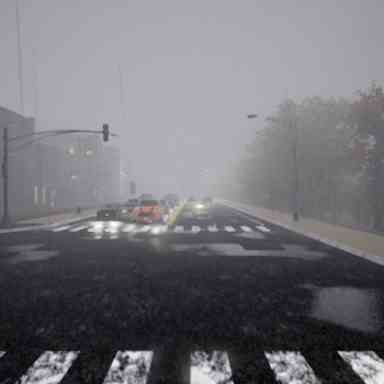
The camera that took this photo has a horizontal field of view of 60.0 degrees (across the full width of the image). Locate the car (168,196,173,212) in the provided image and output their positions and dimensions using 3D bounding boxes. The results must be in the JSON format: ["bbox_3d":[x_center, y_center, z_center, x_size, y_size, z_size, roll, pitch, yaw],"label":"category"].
[{"bbox_3d":[-3.366,1.512,35.214,1.837,1.490,4.892,0,0,0],"label":"car"}]

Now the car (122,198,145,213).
[{"bbox_3d":[-6.620,1.514,38.257,1.837,1.490,4.892,0,0,0],"label":"car"}]

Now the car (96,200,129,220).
[{"bbox_3d":[-6.602,1.571,27.862,1.994,1.385,4.181,0,0,0],"label":"car"}]

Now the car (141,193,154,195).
[{"bbox_3d":[-6.623,1.233,48.776,2.150,2.045,5.566,0,0,0],"label":"car"}]

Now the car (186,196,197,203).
[{"bbox_3d":[-0.089,1.539,68.846,1.812,1.442,4.674,0,0,0],"label":"car"}]

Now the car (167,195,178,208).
[{"bbox_3d":[-3.377,1.502,45.477,2.128,1.511,4.902,0,0,0],"label":"car"}]

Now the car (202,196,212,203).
[{"bbox_3d":[3.160,1.491,68.645,1.882,1.535,5.008,0,0,0],"label":"car"}]

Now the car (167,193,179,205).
[{"bbox_3d":[-3.341,1.234,55.981,2.150,2.045,5.566,0,0,1],"label":"car"}]

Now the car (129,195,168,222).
[{"bbox_3d":[-3.349,1.358,26.343,2.097,1.767,4.553,0,0,0],"label":"car"}]
